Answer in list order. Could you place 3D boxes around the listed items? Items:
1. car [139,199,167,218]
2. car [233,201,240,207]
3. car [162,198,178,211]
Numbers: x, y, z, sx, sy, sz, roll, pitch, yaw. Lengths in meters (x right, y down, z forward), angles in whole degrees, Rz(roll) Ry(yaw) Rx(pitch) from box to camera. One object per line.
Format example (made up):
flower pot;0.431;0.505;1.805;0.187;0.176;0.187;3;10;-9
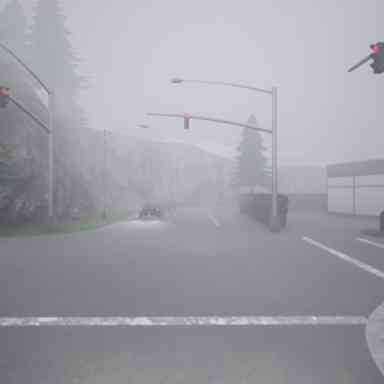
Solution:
car;-3.610;1.600;30.202;1.895;1.301;4.718;0;0;0
car;8.935;1.546;50.382;5.357;1.411;2.033;0;0;-10
car;-3.091;1.490;40.588;2.128;1.511;4.902;0;0;12
